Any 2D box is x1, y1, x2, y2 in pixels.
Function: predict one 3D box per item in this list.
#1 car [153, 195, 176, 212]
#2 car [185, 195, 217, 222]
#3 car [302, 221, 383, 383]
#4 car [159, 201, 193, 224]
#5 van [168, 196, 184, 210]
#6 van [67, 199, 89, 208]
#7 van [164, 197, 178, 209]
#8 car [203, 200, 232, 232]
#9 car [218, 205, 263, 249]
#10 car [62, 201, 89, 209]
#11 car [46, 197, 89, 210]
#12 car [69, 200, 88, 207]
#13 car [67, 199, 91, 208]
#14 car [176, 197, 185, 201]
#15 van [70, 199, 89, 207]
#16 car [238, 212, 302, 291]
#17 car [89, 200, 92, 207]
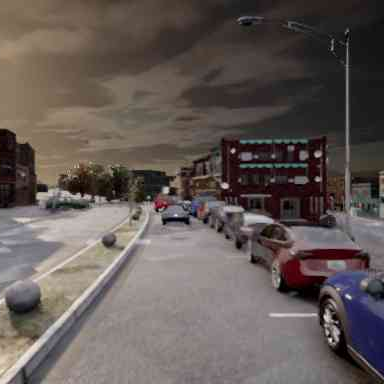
[{"bbox_3d":[-3.717,1.478,42.875,2.150,2.045,5.566,0,-1,-10],"label":"car"},{"bbox_3d":[1.020,1.302,31.128,2.435,2.045,5.566,0,0,-6],"label":"car"},{"bbox_3d":[2.989,1.352,3.293,2.185,1.767,4.553,0,0,0],"label":"car"},{"bbox_3d":[-1.309,1.594,25.114,1.994,1.385,4.181,0,0,-6],"label":"car"},{"bbox_3d":[-2.614,1.734,53.084,1.878,1.987,4.442,0,-1,-11],"label":"van"},{"bbox_3d":[-25.188,2.519,73.641,4.442,1.987,1.878,0,-2,-17],"label":"van"},{"bbox_3d":[-3.792,1.891,58.494,1.878,1.987,4.442,0,-2,-12],"label":"van"},{"bbox_3d":[2.166,1.486,19.939,2.231,1.521,4.892,0,0,-4],"label":"car"},{"bbox_3d":[2.548,1.521,14.531,2.002,1.452,4.674,0,0,-3],"label":"car"},{"bbox_3d":[-22.055,2.443,63.180,4.792,1.488,2.163,0,-2,-15],"label":"car"},{"bbox_3d":[-18.782,1.727,49.805,5.566,2.045,2.435,0,-1,-11],"label":"car"},{"bbox_3d":[-29.435,2.982,86.505,4.553,1.767,2.185,0,-1,-19],"label":"car"},{"bbox_3d":[-27.627,2.717,81.314,5.566,2.045,2.435,0,-2,-19],"label":"car"},{"bbox_3d":[-1.545,1.862,47.509,2.002,1.452,4.674,0,-1,-10],"label":"car"},{"bbox_3d":[-28.394,2.812,83.952,4.442,1.987,1.878,0,-1,-19],"label":"van"},{"bbox_3d":[2.818,1.509,9.018,2.163,1.488,4.792,0,0,-2],"label":"car"},{"bbox_3d":[-21.326,2.327,60.549,4.892,1.521,2.231,0,-2,-14],"label":"car"}]
